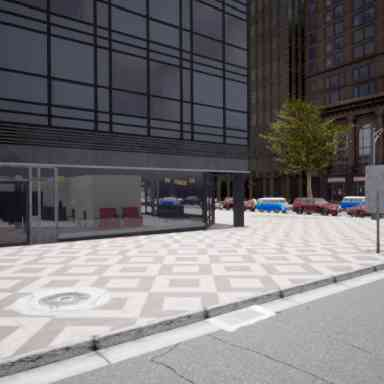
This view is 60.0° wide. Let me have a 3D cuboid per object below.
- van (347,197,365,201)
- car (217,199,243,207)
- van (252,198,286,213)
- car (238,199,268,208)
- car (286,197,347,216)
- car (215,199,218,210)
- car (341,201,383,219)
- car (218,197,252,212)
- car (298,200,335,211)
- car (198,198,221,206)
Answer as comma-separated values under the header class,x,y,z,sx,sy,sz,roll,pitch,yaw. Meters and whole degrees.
class,x,y,z,sx,sy,sz,roll,pitch,yaw
van,19.710,1.456,39.396,1.690,1.788,3.998,-1,0,-35
car,6.551,1.872,57.910,1.887,1.381,4.507,-1,0,-35
van,9.476,1.599,39.077,1.690,1.788,3.998,-1,0,-35
car,9.743,1.803,53.420,1.752,1.417,4.829,-1,0,-35
car,12.767,1.517,34.448,2.192,1.841,5.009,-1,0,-35
car,2.899,1.915,48.336,2.008,1.369,4.403,-1,0,-35
car,16.064,1.727,29.820,1.802,1.307,4.206,-1,0,-35
car,6.185,1.627,43.706,2.192,1.841,5.009,-1,0,-35
car,16.424,1.736,44.025,1.947,1.339,4.313,-1,0,-35
car,3.260,1.929,62.538,2.008,1.369,4.403,-1,0,-35
